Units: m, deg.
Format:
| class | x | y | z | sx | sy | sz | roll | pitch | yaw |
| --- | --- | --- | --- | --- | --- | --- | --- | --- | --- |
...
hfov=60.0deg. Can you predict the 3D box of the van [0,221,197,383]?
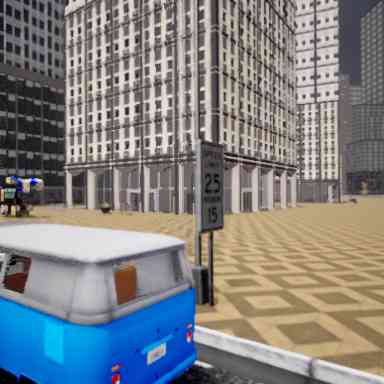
| class | x | y | z | sx | sy | sz | roll | pitch | yaw |
| --- | --- | --- | --- | --- | --- | --- | --- | --- | --- |
| van | -1.861 | 1.343 | 4.314 | 3.998 | 1.788 | 1.690 | 0 | 0 | 35 |
